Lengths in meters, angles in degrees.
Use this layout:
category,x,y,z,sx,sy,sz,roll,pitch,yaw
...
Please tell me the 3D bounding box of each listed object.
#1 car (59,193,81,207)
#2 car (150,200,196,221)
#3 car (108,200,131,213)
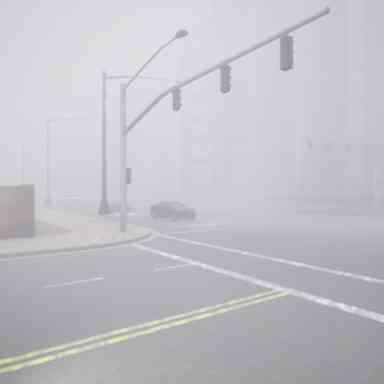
category,x,y,z,sx,sy,sz,roll,pitch,yaw
car,-19.263,1.214,52.406,2.150,2.045,5.566,0,0,-35
car,-1.625,1.469,27.121,1.882,1.535,5.008,0,0,-35
car,-8.268,1.555,36.590,1.994,1.385,4.181,0,0,-35
